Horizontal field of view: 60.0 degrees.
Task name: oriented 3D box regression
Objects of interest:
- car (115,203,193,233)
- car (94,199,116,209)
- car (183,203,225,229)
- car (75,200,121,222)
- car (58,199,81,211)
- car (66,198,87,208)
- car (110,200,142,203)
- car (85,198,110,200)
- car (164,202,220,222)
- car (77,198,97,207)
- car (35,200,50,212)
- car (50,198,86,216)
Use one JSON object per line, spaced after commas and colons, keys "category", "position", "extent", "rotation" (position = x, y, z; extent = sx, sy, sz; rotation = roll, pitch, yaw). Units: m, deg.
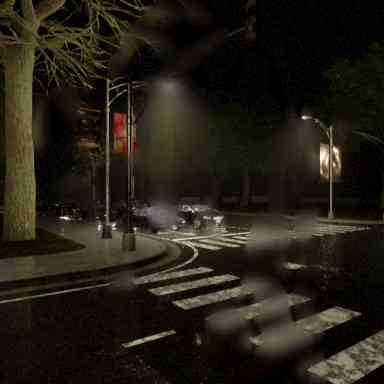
{"category": "car", "position": [-2.509, 1.614, 20.450], "extent": [2.033, 1.411, 5.357], "rotation": [0, 0, -36]}
{"category": "car", "position": [-13.931, 1.824, 52.967], "extent": [1.812, 1.442, 4.674], "rotation": [0, -1, -36]}
{"category": "car", "position": [0.166, 1.568, 22.319], "extent": [2.128, 1.511, 4.902], "rotation": [0, 0, -36]}
{"category": "car", "position": [-7.941, 1.676, 27.926], "extent": [1.994, 1.385, 4.181], "rotation": [0, 0, -36]}
{"category": "car", "position": [-17.081, 1.774, 46.099], "extent": [1.812, 1.442, 4.674], "rotation": [0, -1, -36]}
{"category": "car", "position": [-19.018, 1.831, 54.561], "extent": [1.837, 1.490, 4.892], "rotation": [0, -1, -36]}
{"category": "car", "position": [-5.255, 1.474, 29.761], "extent": [2.097, 1.767, 4.553], "rotation": [0, 0, -36]}
{"category": "car", "position": [-11.161, 1.742, 37.893], "extent": [1.994, 1.385, 4.181], "rotation": [0, 0, -36]}
{"category": "car", "position": [-0.105, 1.660, 28.540], "extent": [2.033, 1.411, 5.357], "rotation": [0, 0, -36]}
{"category": "car", "position": [-18.807, 1.849, 59.625], "extent": [1.882, 1.535, 5.008], "rotation": [0, -1, -36]}
{"category": "car", "position": [-19.012, 1.793, 43.217], "extent": [1.994, 1.385, 4.181], "rotation": [0, 0, -35]}
{"category": "car", "position": [-13.143, 1.666, 35.089], "extent": [1.837, 1.490, 4.892], "rotation": [0, 0, -36]}
